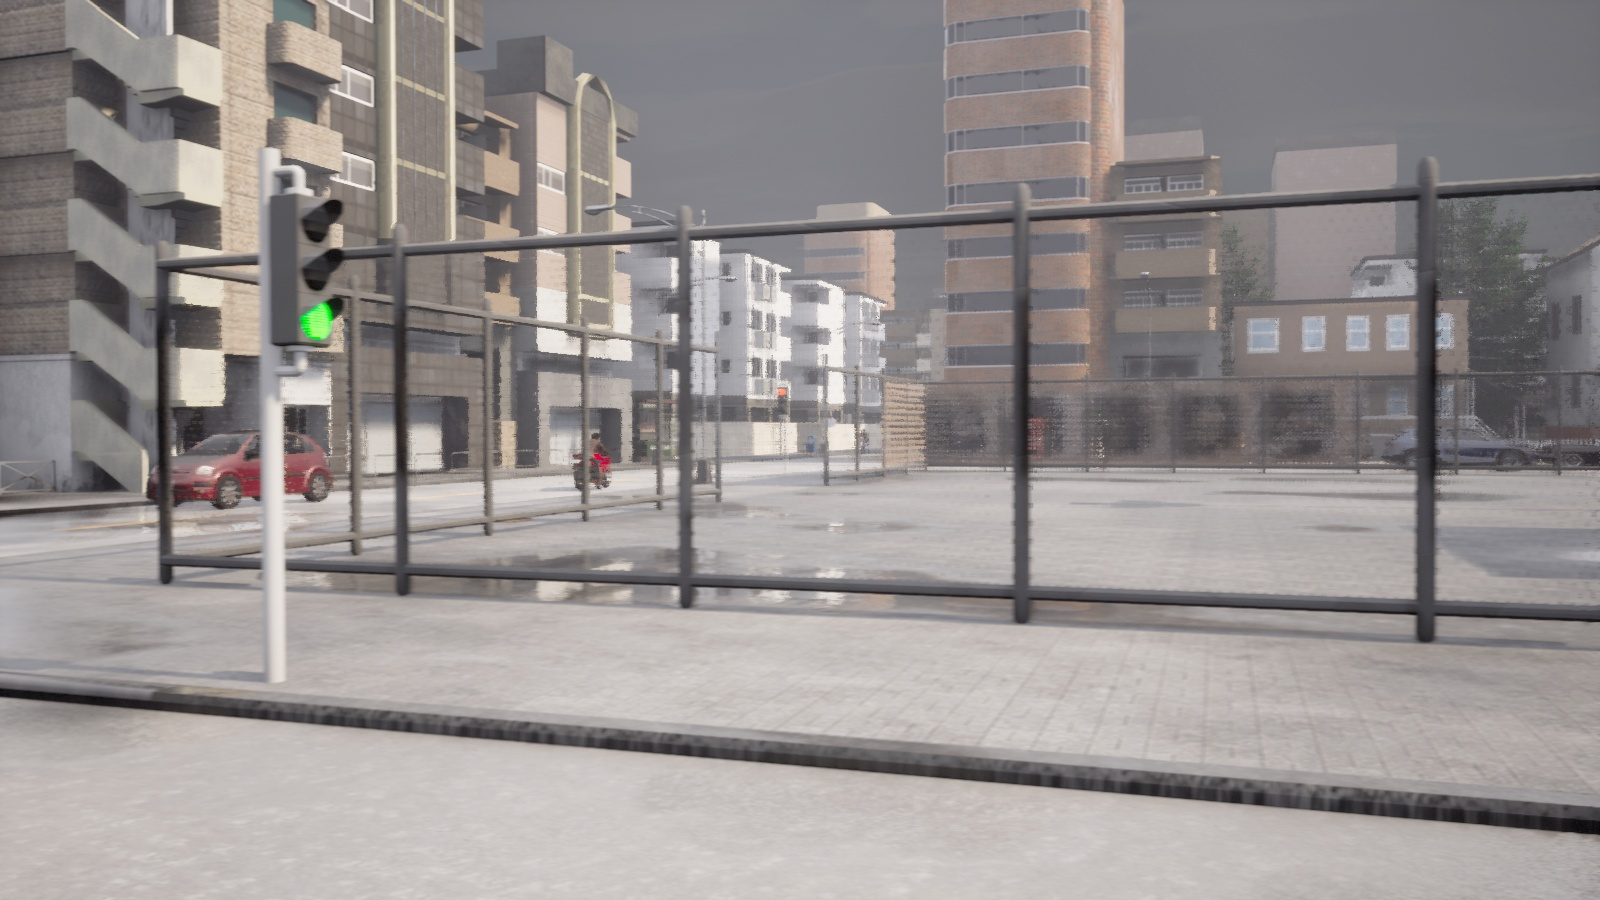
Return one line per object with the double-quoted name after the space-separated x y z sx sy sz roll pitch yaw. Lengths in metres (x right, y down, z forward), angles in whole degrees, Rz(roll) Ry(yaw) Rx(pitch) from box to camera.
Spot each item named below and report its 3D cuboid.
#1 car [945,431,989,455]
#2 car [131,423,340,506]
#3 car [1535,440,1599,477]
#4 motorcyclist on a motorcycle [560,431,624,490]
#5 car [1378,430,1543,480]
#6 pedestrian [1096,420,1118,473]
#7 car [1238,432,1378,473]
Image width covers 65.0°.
11.025 -0.510 82.616 2.007 1.525 4.514 1 1 19 "car"
-11.906 0.249 26.793 1.851 1.617 3.988 1 1 18 "car"
29.690 0.307 45.777 4.718 1.301 1.895 1 1 18 "car"
-5.502 0.253 33.312 0.797 1.523 2.044 1 1 19 "motorcyclist on a motorcycle"
22.947 0.142 43.838 4.856 1.649 2.033 1 1 20 "car"
10.686 -0.123 43.667 0.703 1.840 0.431 0 1 10 "pedestrian"
19.766 0.072 49.120 4.902 1.511 2.128 1 1 17 "car"
